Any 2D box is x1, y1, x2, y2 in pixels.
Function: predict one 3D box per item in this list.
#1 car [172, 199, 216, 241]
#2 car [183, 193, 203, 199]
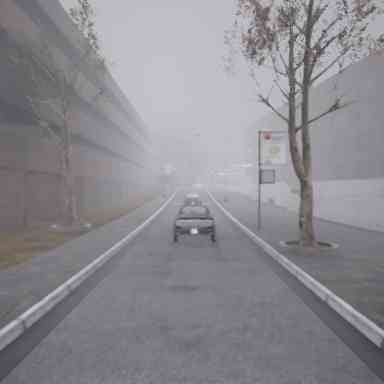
[{"bbox_3d":[0.099,1.337,15.794,2.128,1.511,4.902,0,1,0],"label":"car"},{"bbox_3d":[0.097,0.785,33.880,1.812,1.442,4.674,0,3,0],"label":"car"}]
